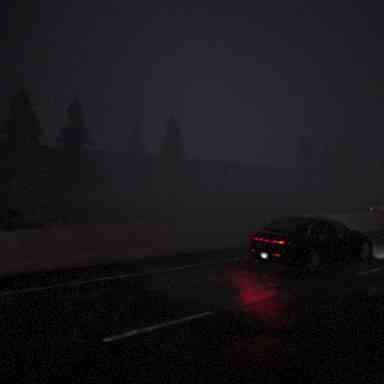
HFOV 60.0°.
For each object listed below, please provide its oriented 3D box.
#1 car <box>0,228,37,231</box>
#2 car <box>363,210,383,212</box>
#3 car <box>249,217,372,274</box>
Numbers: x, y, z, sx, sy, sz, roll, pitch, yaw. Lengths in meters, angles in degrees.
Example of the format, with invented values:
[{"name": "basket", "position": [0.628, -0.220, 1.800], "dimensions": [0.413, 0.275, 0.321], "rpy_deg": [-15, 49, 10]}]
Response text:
[{"name": "car", "position": [-10.633, 1.612, 17.903], "dimensions": [4.718, 1.301, 1.895], "rpy_deg": [1, 0, -36]}, {"name": "car", "position": [18.673, 1.621, 34.519], "dimensions": [4.553, 1.767, 2.097], "rpy_deg": [0, 0, -36]}, {"name": "car", "position": [4.024, 1.577, 10.916], "dimensions": [4.892, 1.490, 1.837], "rpy_deg": [1, 0, -36]}]
